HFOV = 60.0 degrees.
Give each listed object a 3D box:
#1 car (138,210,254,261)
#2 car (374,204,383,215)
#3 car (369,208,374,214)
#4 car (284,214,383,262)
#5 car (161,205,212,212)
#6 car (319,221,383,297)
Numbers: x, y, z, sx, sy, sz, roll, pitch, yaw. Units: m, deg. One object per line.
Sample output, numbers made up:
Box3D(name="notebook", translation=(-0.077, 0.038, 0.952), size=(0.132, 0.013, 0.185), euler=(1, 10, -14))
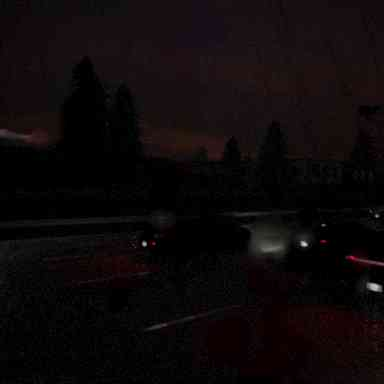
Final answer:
Box3D(name="car", translation=(0.271, 1.586, 12.535), size=(4.674, 1.442, 1.812), euler=(1, 0, -35))
Box3D(name="car", translation=(14.988, 1.684, 23.029), size=(5.008, 1.535, 1.882), euler=(1, 0, -35))
Box3D(name="car", translation=(17.194, 1.775, 28.917), size=(4.674, 1.442, 1.812), euler=(1, 0, -36))
Box3D(name="car", translation=(5.206, 1.653, 11.756), size=(4.181, 1.385, 1.994), euler=(1, 0, -35))
Box3D(name="car", translation=(0.277, 1.433, 16.838), size=(4.553, 1.767, 2.097), euler=(1, 0, -36))
Box3D(name="car", translation=(5.346, 1.562, 7.557), size=(4.902, 1.511, 2.128), euler=(1, 0, -35))
